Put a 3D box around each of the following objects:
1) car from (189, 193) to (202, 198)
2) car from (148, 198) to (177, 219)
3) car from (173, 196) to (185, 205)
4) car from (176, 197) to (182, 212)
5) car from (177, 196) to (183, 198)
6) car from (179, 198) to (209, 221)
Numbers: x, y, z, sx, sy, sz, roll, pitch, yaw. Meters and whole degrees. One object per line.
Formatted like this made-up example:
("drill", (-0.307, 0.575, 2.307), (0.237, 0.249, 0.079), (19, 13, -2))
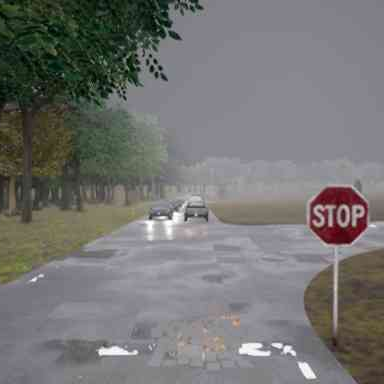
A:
("car", (0.633, 1.218, 60.892), (2.150, 2.045, 5.566), (0, 0, 0))
("car", (-2.579, 1.489, 28.742), (1.837, 1.490, 4.892), (0, 0, 0))
("car", (-2.274, 1.522, 59.669), (1.812, 1.442, 4.674), (0, 0, 1))
("car", (-2.486, 1.587, 38.822), (1.895, 1.301, 4.718), (0, 0, 1))
("car", (-2.395, 1.540, 49.344), (2.033, 1.411, 5.357), (0, 0, 0))
("car", (0.343, 1.480, 27.033), (2.128, 1.511, 4.902), (0, 0, 1))
